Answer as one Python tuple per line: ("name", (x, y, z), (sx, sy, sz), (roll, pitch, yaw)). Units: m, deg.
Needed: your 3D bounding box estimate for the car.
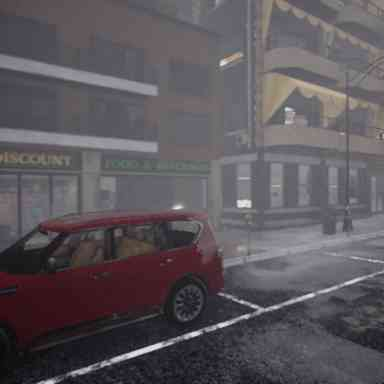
("car", (-1.693, 1.284, 5.334), (5.009, 1.841, 2.192), (-1, 2, -36))
